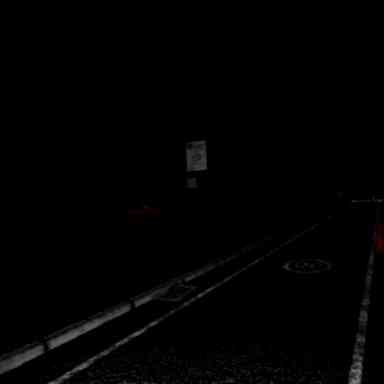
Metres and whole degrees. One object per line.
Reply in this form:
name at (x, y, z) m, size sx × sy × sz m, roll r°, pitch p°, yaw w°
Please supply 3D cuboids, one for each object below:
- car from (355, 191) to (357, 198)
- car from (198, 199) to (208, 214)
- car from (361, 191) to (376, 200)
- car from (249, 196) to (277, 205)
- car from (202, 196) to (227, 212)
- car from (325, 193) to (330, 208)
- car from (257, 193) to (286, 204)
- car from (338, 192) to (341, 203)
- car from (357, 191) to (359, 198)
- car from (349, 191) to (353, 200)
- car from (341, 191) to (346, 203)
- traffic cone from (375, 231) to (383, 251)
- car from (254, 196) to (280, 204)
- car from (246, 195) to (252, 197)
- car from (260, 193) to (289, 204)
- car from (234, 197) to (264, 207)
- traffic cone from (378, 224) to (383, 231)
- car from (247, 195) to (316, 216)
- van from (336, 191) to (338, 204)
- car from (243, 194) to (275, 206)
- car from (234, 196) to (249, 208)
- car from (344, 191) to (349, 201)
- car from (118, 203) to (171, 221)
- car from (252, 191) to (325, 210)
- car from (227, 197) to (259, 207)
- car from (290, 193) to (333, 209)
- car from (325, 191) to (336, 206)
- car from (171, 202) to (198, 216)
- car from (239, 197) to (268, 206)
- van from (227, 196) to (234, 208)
car at (32.642, 1.065, 72.522) m, size 4.792 × 1.488 × 2.163 m, roll -3°, pitch -1°, yaw 30°
car at (-0.903, 1.952, 40.020) m, size 4.674 × 1.452 × 2.002 m, roll -3°, pitch -1°, yaw 30°
car at (34.842, 0.796, 65.068) m, size 1.882 × 1.535 × 5.008 m, roll -3°, pitch -1°, yaw 30°
car at (14.245, 1.704, 66.643) m, size 5.008 × 1.535 × 2.097 m, roll -3°, pitch -1°, yaw 30°
car at (1.875, 1.735, 44.844) m, size 4.553 × 1.767 × 2.185 m, roll -3°, pitch -1°, yaw 30°
car at (11.830, 1.271, 35.987) m, size 4.892 × 1.521 × 2.231 m, roll -3°, pitch -1°, yaw 30°
car at (17.006, 1.428, 71.478) m, size 5.566 × 2.045 × 2.435 m, roll -3°, pitch -1°, yaw 30°
car at (17.388, 1.190, 45.727) m, size 4.892 × 1.521 × 2.231 m, roll -3°, pitch -1°, yaw 30°
car at (35.390, 1.018, 77.409) m, size 5.008 × 1.535 × 2.097 m, roll -3°, pitch -1°, yaw 30°
car at (27.081, 1.074, 62.788) m, size 5.008 × 1.535 × 2.097 m, roll -3°, pitch -1°, yaw 30°
car at (20.157, 1.153, 50.601) m, size 5.008 × 1.535 × 2.097 m, roll -3°, pitch -1°, yaw 30°
traffic cone at (6.527, 1.740, 11.548) m, size 0.340 × 0.580 × 0.340 m, roll -3°, pitch -1°, yaw 30°
car at (15.559, 1.731, 68.957) m, size 4.674 × 1.452 × 2.002 m, roll -3°, pitch -1°, yaw 30°
car at (7.522, 1.775, 54.446) m, size 5.366 × 1.575 × 1.946 m, roll -3°, pitch -1°, yaw 30°
car at (18.320, 1.419, 73.792) m, size 5.566 × 2.045 × 2.435 m, roll -3°, pitch -1°, yaw 30°
car at (10.140, 1.780, 59.367) m, size 4.792 × 1.488 × 2.163 m, roll -3°, pitch -1°, yaw 30°
traffic cone at (7.516, 1.707, 13.286) m, size 0.340 × 0.580 × 0.340 m, roll -3°, pitch -1°, yaw 30°
car at (7.677, 1.361, 28.680) m, size 4.892 × 1.521 × 2.231 m, roll -3°, pitch -1°, yaw 30°
van at (16.087, 0.977, 43.239) m, size 4.442 × 1.987 × 1.878 m, roll -3°, pitch -1°, yaw 30°
car at (12.877, 1.465, 64.214) m, size 5.566 × 2.045 × 2.435 m, roll -3°, pitch -1°, yaw 30°
car at (5.988, 1.845, 52.115) m, size 4.674 × 1.452 × 2.002 m, roll -3°, pitch -1°, yaw 30°
car at (21.502, 0.886, 53.060) m, size 5.566 × 2.045 × 2.435 m, roll -3°, pitch -1°, yaw 30°
car at (-5.038, 2.010, 32.760) m, size 5.008 × 1.535 × 2.097 m, roll -3°, pitch -1°, yaw 30°
car at (9.023, 1.077, 31.133) m, size 5.566 × 2.045 × 2.435 m, roll -3°, pitch -1°, yaw 30°
car at (8.742, 1.769, 56.958) m, size 5.008 × 1.535 × 2.097 m, roll -3°, pitch -1°, yaw 30°
car at (14.631, 1.099, 40.842) m, size 4.553 × 1.767 × 2.185 m, roll -3°, pitch -1°, yaw 30°
car at (13.188, 0.998, 38.440) m, size 5.566 × 2.045 × 2.435 m, roll -3°, pitch -1°, yaw 30°
car at (-2.288, 1.940, 37.601) m, size 5.008 × 1.535 × 2.097 m, roll -3°, pitch -1°, yaw 30°
car at (11.465, 1.764, 61.817) m, size 4.792 × 1.488 × 2.163 m, roll -3°, pitch -1°, yaw 30°
van at (3.119, 1.621, 47.335) m, size 4.442 × 1.987 × 1.878 m, roll -3°, pitch -1°, yaw 30°
